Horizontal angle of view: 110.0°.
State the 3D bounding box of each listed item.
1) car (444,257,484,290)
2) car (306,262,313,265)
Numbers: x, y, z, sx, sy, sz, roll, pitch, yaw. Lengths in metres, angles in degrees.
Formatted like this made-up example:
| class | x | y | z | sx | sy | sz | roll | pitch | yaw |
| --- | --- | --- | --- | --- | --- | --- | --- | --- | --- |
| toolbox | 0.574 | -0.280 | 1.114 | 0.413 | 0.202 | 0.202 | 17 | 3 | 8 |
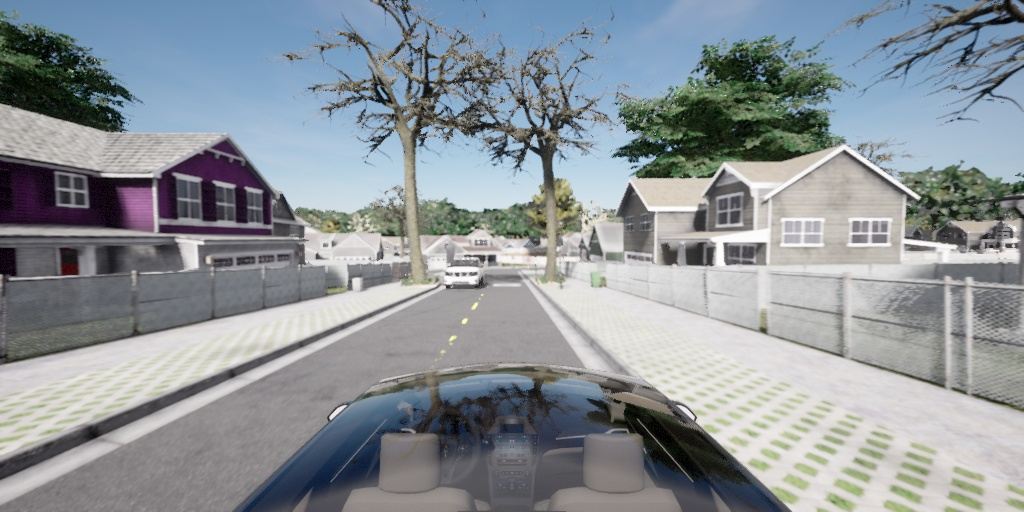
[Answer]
| class | x | y | z | sx | sy | sz | roll | pitch | yaw |
| --- | --- | --- | --- | --- | --- | --- | --- | --- | --- |
| car | -3.119 | 1.096 | 24.262 | 2.150 | 2.045 | 5.566 | 0 | 0 | -1 |
| car | -27.294 | 1.544 | 47.613 | 4.553 | 1.767 | 2.097 | 0 | 3 | -13 |
